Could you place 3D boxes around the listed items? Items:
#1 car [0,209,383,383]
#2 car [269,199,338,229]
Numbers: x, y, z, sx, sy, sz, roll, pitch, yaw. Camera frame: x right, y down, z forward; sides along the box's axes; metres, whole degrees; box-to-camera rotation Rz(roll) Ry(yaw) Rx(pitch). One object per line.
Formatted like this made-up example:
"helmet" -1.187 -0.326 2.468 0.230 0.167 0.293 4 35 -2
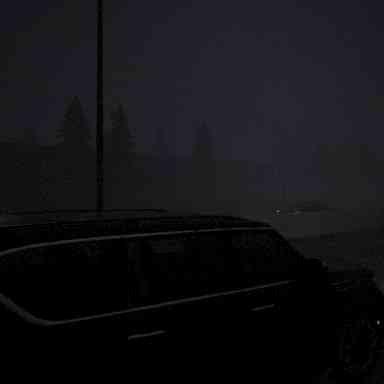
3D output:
"car" -0.068 1.222 3.698 5.566 2.045 2.150 0 0 -36
"car" 7.530 1.378 22.271 4.553 1.767 2.097 0 0 -36
